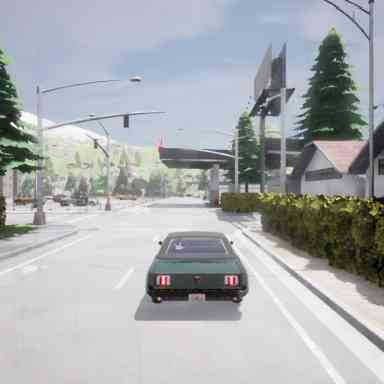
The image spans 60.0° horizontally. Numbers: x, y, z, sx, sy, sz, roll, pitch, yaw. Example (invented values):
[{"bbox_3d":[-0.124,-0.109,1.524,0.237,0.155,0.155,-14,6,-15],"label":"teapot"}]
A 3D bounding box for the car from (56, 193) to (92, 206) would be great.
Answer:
[{"bbox_3d":[-16.747,1.077,47.343,3.866,1.878,1.905,0,0,0],"label":"car"}]

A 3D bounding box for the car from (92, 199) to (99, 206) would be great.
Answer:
[{"bbox_3d":[-16.154,1.361,50.671,3.806,1.475,1.970,0,0,0],"label":"car"}]

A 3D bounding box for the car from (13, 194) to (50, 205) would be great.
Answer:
[{"bbox_3d":[-24.633,1.097,50.588,4.605,1.855,1.932,0,0,0],"label":"car"}]

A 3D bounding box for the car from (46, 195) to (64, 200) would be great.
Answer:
[{"bbox_3d":[-35.054,1.384,84.975,3.806,1.475,1.970,0,0,0],"label":"car"}]

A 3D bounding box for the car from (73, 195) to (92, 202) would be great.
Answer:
[{"bbox_3d":[-23.999,1.320,73.041,3.633,1.501,1.845,0,0,0],"label":"car"}]

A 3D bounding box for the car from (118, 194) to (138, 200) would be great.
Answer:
[{"bbox_3d":[-16.388,1.330,84.927,5.027,1.636,2.152,0,0,0],"label":"car"}]

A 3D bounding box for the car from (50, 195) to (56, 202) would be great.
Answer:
[{"bbox_3d":[-23.988,1.298,63.048,4.514,1.523,2.007,0,0,0],"label":"car"}]

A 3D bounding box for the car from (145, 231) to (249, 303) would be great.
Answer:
[{"bbox_3d":[0.099,1.601,8.155,1.895,1.301,4.718,0,0,0],"label":"car"}]

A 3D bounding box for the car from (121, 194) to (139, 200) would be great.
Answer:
[{"bbox_3d":[-16.457,1.340,88.064,4.514,1.523,2.007,0,0,0],"label":"car"}]
